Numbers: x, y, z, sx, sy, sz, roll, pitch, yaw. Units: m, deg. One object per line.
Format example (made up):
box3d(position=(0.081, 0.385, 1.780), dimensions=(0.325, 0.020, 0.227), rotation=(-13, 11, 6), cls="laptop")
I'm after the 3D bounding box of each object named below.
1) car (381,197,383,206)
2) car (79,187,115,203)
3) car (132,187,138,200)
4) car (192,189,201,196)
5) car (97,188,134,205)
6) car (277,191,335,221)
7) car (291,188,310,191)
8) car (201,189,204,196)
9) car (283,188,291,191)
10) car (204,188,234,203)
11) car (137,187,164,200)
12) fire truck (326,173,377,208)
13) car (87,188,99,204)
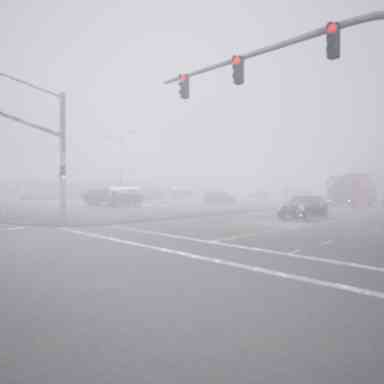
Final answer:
box3d(position=(24.173, 0.939, 39.644), dimensions=(4.892, 1.490, 1.837), rotation=(0, 1, -44), cls="car")
box3d(position=(-14.493, 0.306, 49.895), dimensions=(4.605, 1.855, 1.932), rotation=(-1, 1, -45), cls="car")
box3d(position=(-9.677, 0.250, 66.538), dimensions=(3.905, 1.438, 1.784), rotation=(-1, 1, -45), cls="car")
box3d(position=(2.730, 0.109, 78.832), dimensions=(3.806, 1.475, 1.970), rotation=(-1, 1, -45), cls="car")
box3d(position=(-10.536, 0.625, 45.968), dimensions=(3.806, 1.475, 1.970), rotation=(-1, 1, -45), cls="car")
box3d(position=(7.895, 1.010, 23.496), dimensions=(4.553, 1.767, 2.097), rotation=(-1, 1, -45), cls="car")
box3d(position=(20.578, 0.221, 60.740), dimensions=(4.605, 1.855, 1.932), rotation=(-1, 1, -45), cls="car")
box3d(position=(4.759, -0.090, 76.762), dimensions=(3.866, 1.878, 1.905), rotation=(-1, 1, -45), cls="car")
box3d(position=(18.582, 0.183, 62.836), dimensions=(3.866, 1.878, 1.905), rotation=(-1, 1, -45), cls="car")
box3d(position=(4.258, 0.556, 52.484), dimensions=(3.806, 1.475, 1.970), rotation=(-1, 1, -45), cls="car")
box3d(position=(-7.685, 0.080, 64.430), dimensions=(4.605, 1.855, 1.932), rotation=(-1, 1, -45), cls="car")
box3d(position=(19.056, -0.244, 39.399), dimensions=(8.468, 3.827, 2.891), rotation=(-1, 1, -45), cls="fire truck")
box3d(position=(-12.571, 0.553, 48.026), dimensions=(3.905, 1.438, 1.784), rotation=(-1, 1, -45), cls="car")
